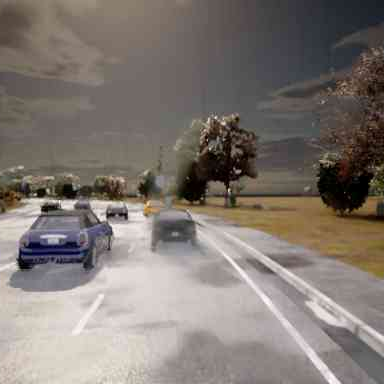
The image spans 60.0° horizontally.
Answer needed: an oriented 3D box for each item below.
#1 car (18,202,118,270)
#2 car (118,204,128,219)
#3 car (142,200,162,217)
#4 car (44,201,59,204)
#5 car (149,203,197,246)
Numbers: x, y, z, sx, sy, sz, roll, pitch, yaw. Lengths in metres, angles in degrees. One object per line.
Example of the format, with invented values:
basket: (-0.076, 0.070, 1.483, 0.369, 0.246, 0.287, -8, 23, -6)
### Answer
car: (-4.039, 1.391, 11.382, 2.097, 1.767, 4.553, 0, 0, -5)
car: (-6.799, 1.692, 30.249, 1.895, 1.301, 4.718, 0, 0, -12)
car: (-3.809, 1.572, 32.818, 1.882, 1.535, 5.008, 0, 0, -13)
car: (-16.349, 1.722, 38.731, 1.895, 1.301, 4.718, 0, 0, -16)
car: (-0.915, 1.521, 15.597, 1.882, 1.535, 5.008, 0, 0, -6)
